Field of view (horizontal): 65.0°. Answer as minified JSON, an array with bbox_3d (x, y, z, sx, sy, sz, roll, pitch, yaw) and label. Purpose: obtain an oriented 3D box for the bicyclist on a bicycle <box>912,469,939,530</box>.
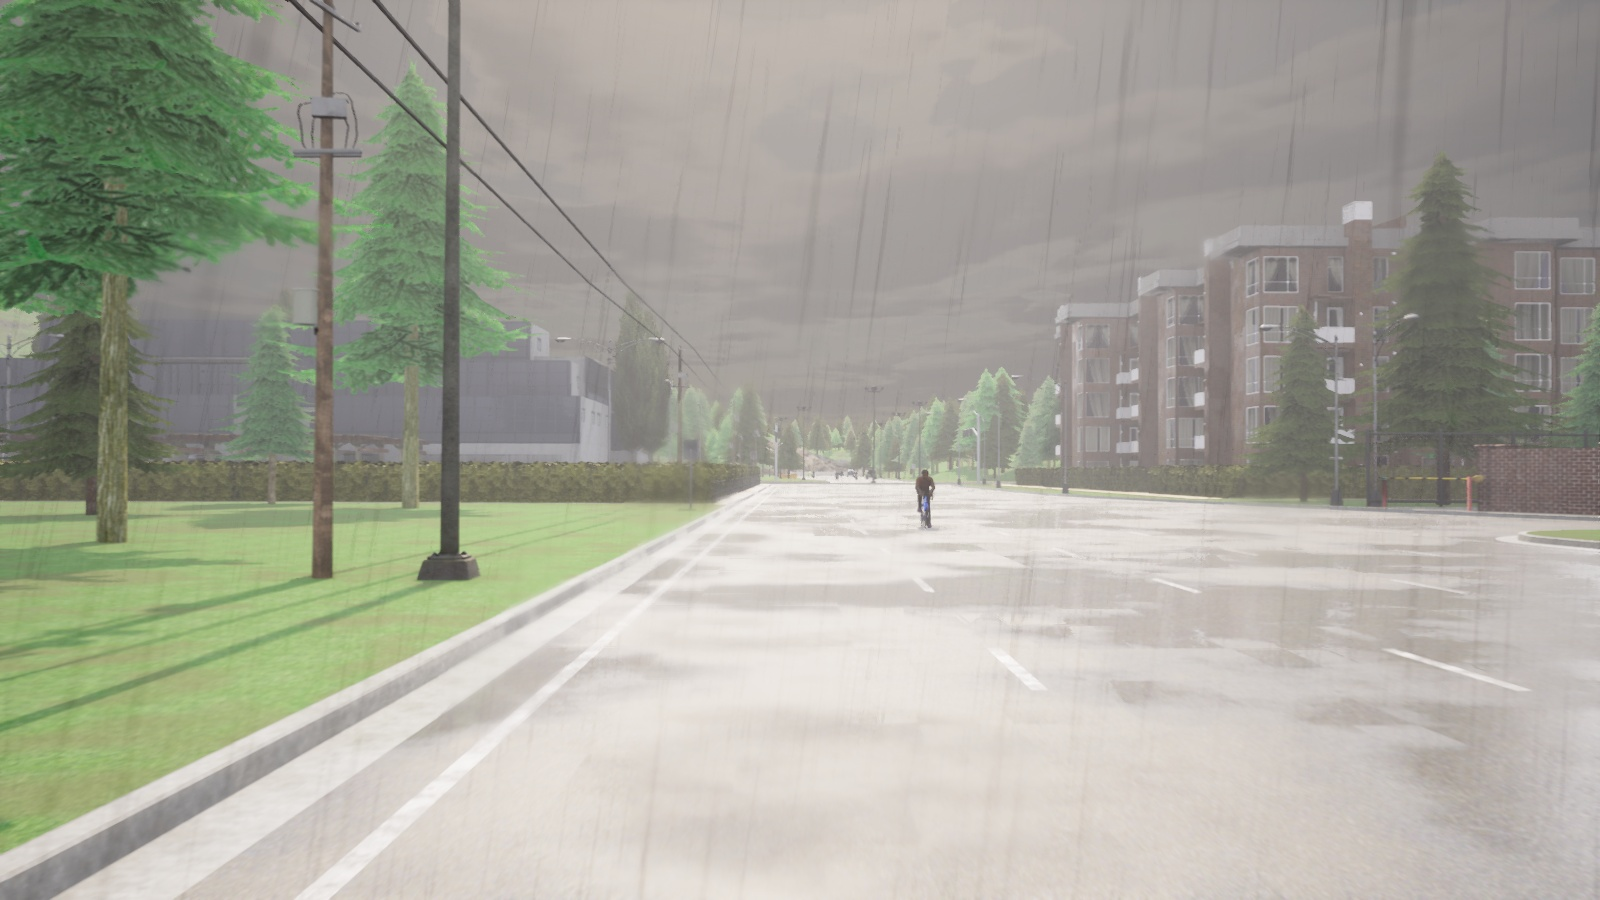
[{"bbox_3d":[3.417,1.328,34.291,0.582,1.620,1.656,0,-1,0],"label":"bicyclist on a bicycle"}]
